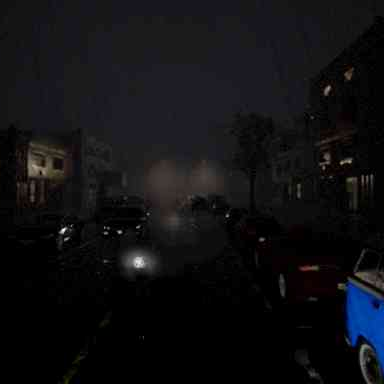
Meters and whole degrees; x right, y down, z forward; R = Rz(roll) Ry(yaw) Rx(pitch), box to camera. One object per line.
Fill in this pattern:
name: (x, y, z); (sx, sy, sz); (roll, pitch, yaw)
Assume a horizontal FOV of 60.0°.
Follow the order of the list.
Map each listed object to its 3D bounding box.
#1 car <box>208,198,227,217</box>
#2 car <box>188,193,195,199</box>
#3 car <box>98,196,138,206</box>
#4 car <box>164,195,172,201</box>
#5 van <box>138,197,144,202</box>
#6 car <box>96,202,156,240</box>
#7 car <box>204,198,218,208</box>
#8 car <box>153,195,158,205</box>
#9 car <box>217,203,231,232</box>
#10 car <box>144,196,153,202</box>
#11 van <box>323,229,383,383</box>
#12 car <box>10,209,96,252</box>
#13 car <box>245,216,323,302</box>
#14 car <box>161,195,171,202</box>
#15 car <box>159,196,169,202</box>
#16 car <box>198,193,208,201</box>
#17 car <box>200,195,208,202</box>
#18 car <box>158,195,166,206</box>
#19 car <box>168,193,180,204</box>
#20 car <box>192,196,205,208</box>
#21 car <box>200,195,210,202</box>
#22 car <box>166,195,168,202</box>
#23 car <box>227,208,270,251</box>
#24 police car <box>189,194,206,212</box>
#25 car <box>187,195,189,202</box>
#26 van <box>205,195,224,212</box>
car: (2.664, 1.521, 30.307); (1.802, 1.307, 4.206); (-1, 0, 0)
car: (-0.068, 1.141, 88.749); (1.882, 1.535, 5.008); (0, 0, 0)
car: (-5.714, 1.266, 24.750); (2.192, 1.841, 5.009); (-1, 0, 0)
car: (-5.754, 1.418, 80.234); (1.802, 1.307, 4.206); (-1, 0, 0)
van: (-5.719, 1.280, 30.298); (1.690, 1.788, 3.998); (-1, 0, 0)
car: (-3.114, 1.471, 16.707); (1.837, 1.490, 4.892); (0, 0, 0)
car: (2.652, 1.487, 46.952); (1.802, 1.307, 4.206); (-1, 0, 0)
car: (-5.725, 1.461, 41.396); (1.887, 1.381, 4.507); (-1, 0, 0)
car: (2.673, 1.543, 19.211); (1.802, 1.307, 4.206); (-1, 0, 0)
car: (-5.722, 1.368, 35.847); (1.967, 1.590, 4.097); (-1, 0, 0)
van: (2.683, 1.336, 2.565); (1.690, 1.788, 3.998); (-1, 0, 0)
car: (-5.704, 1.524, 13.654); (2.008, 1.369, 4.403); (-1, 0, 0)
car: (2.681, 1.528, 8.114); (1.887, 1.381, 4.507); (-1, 0, 0)
car: (-5.750, 1.398, 74.685); (2.008, 1.369, 4.403); (-1, 0, 0)
car: (-5.745, 1.441, 69.137); (1.802, 1.307, 4.206); (-1, 0, 0)
car: (2.624, 1.151, 80.242); (2.192, 1.841, 5.009); (-1, 0, 0)
car: (2.631, 1.372, 74.863); (1.752, 1.417, 4.829); (-1, 0, 0)
car: (-5.734, 1.334, 52.492); (1.967, 1.590, 4.097); (-1, 0, 0)
car: (-3.090, 1.383, 59.432); (1.837, 1.490, 4.892); (0, 0, 0)
car: (0.864, 1.410, 47.132); (1.837, 1.490, 4.892); (0, 0, 0)
car: (2.635, 1.425, 69.146); (1.947, 1.339, 4.313); (-1, 0, 0)
car: (-5.737, 1.427, 58.041); (1.887, 1.381, 4.507); (-1, 0, 0)
car: (2.677, 1.554, 13.662); (1.802, 1.307, 4.206); (-1, 0, 0)
police car: (0.871, 1.350, 37.242); (1.930, 1.638, 5.238); (0, 0, 0)
car: (-0.055, 1.283, 71.726); (2.128, 1.511, 4.902); (0, 0, 0)
van: (2.658, 1.269, 35.855); (1.690, 1.788, 3.998); (-1, 0, 0)
